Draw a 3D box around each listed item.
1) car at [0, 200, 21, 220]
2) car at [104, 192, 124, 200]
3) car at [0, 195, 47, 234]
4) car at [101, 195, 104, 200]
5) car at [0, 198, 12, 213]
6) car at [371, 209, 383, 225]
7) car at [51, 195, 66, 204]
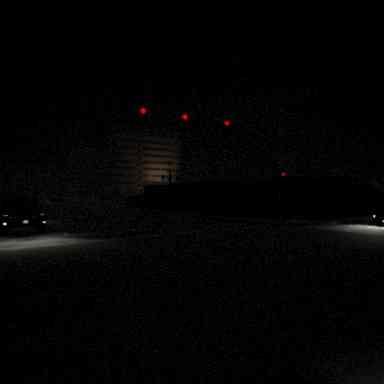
[{"bbox_3d":[-15.742,1.451,28.150,1.837,1.490,4.892,0,0,-33],"label":"car"},{"bbox_3d":[-17.477,0.909,76.351,3.866,1.878,1.905,0,0,-35],"label":"car"},{"bbox_3d":[-10.058,1.182,19.433,2.150,2.045,5.566,0,0,-33],"label":"car"},{"bbox_3d":[-19.076,0.903,78.764,4.605,1.855,1.932,0,0,-35],"label":"car"},{"bbox_3d":[-21.505,1.480,36.989,2.033,1.411,5.357,0,0,-34],"label":"car"},{"bbox_3d":[14.047,1.401,21.820,5.357,1.411,2.033,0,0,-32],"label":"car"},{"bbox_3d":[-24.775,1.370,61.575,1.812,1.442,4.674,0,0,-33],"label":"car"}]
